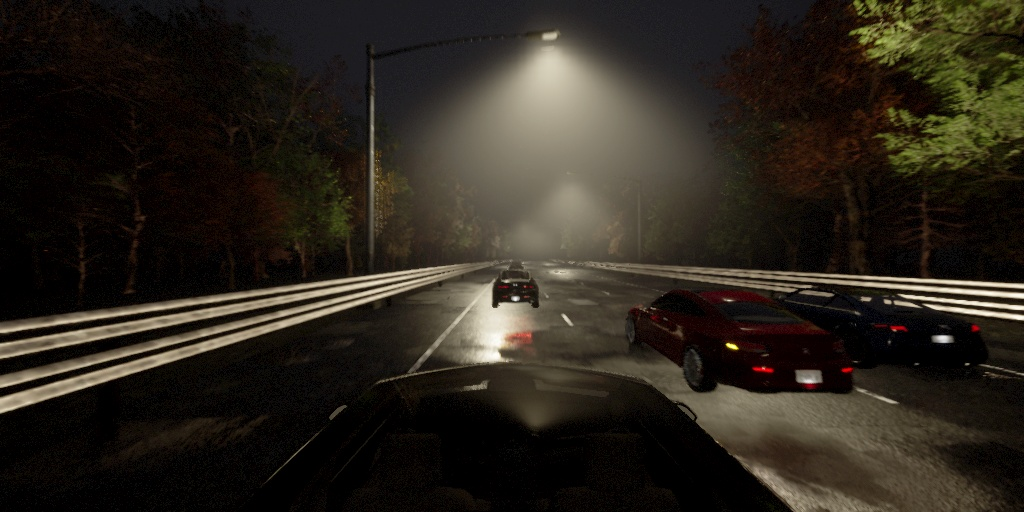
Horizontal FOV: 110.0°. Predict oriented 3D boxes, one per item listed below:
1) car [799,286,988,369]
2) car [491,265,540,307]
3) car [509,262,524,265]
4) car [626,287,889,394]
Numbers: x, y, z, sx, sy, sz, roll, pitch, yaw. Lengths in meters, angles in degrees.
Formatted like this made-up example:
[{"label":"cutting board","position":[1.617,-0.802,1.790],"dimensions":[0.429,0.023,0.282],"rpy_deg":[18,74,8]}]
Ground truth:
[{"label":"car","position":[7.112,1.352,7.918],"dimensions":[1.994,1.385,4.181],"rpy_deg":[0,0,0]},{"label":"car","position":[0.148,1.329,15.769],"dimensions":[1.837,1.490,4.892],"rpy_deg":[0,0,0]},{"label":"car","position":[0.611,1.497,48.255],"dimensions":[1.837,1.490,4.892],"rpy_deg":[0,0,1]},{"label":"car","position":[3.606,1.304,6.649],"dimensions":[1.812,1.442,4.674],"rpy_deg":[0,0,0]}]
